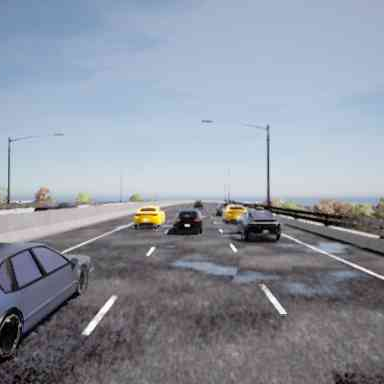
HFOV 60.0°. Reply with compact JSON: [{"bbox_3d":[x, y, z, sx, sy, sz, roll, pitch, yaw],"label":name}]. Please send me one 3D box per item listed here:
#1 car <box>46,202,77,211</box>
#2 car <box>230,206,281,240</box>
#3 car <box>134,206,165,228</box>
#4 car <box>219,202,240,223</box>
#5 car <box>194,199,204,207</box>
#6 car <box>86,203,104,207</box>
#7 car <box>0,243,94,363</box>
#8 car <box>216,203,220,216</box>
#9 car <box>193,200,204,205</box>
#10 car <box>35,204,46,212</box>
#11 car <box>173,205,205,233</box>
[{"bbox_3d":[-17.010,2.137,44.366,1.882,1.535,5.008,0,-1,2],"label":"car"},{"bbox_3d":[3.604,1.752,18.570,2.128,1.511,4.902,0,-1,1],"label":"car"},{"bbox_3d":[-3.194,1.842,25.734,1.882,1.535,5.008,0,-1,1],"label":"car"},{"bbox_3d":[3.759,1.901,29.491,1.882,1.535,5.008,0,-1,1],"label":"car"},{"bbox_3d":[1.676,2.542,75.556,2.097,1.767,4.553,0,-1,3],"label":"car"},{"bbox_3d":[-13.459,2.241,46.384,2.033,1.411,5.357,0,-1,2],"label":"car"},{"bbox_3d":[-3.382,1.628,5.902,2.033,1.411,5.357,0,-1,0],"label":"car"},{"bbox_3d":[3.983,2.029,40.411,2.033,1.649,4.856,0,-1,1],"label":"car"},{"bbox_3d":[1.184,2.440,60.988,1.837,1.490,4.892,0,-1,2],"label":"car"},{"bbox_3d":[-20.433,2.307,47.252,1.895,1.301,4.718,0,-1,2],"label":"car"},{"bbox_3d":[-0.169,1.832,21.857,1.812,1.442,4.674,0,-1,3],"label":"car"}]
